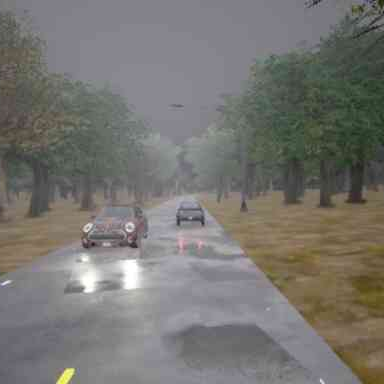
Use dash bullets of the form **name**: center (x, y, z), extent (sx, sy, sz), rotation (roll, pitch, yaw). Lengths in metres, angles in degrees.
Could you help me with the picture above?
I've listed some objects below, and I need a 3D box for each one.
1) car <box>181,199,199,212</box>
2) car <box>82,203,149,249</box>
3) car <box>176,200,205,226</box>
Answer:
- **car**: center (-0.236, 1.498, 37.601), extent (1.895, 1.301, 4.718), rotation (0, 0, 0)
- **car**: center (-3.116, 1.313, 14.294), extent (2.097, 1.767, 4.553), rotation (0, 0, -1)
- **car**: center (-0.101, 1.420, 23.032), extent (2.128, 1.511, 4.902), rotation (0, 0, 0)
